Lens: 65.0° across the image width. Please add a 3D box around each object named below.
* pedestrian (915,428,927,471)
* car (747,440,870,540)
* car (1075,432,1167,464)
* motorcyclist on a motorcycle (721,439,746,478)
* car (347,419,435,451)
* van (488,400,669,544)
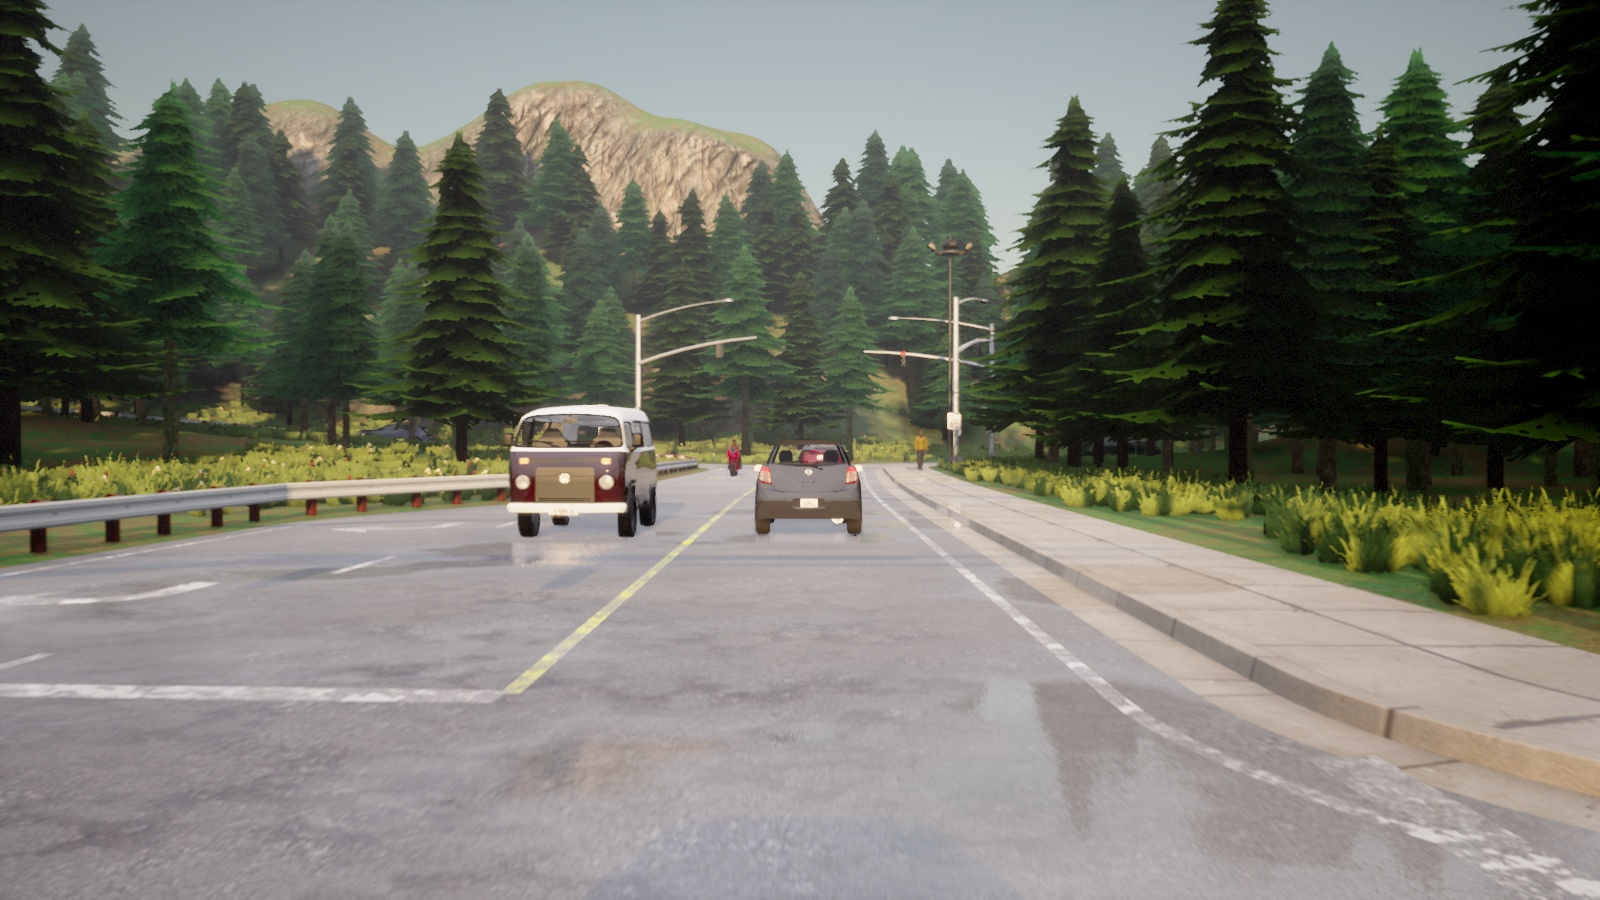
[{"bbox_3d":[5.292,-0.019,54.926,0.431,1.840,0.709,0,0,2],"label":"pedestrian"},{"bbox_3d":[0.138,0.585,20.669,1.845,1.501,3.633,0,0,0],"label":"car"},{"bbox_3d":[21.301,-0.145,83.374,5.566,2.045,2.150,0,0,-12],"label":"car"},{"bbox_3d":[-2.652,0.317,50.453,0.797,1.523,2.044,0,0,3],"label":"motorcyclist on a motorcycle"},{"bbox_3d":[-25.956,-0.939,79.805,4.856,1.649,2.033,4,0,-5],"label":"car"},{"bbox_3d":[-3.365,0.292,20.013,2.069,2.038,4.480,0,0,0],"label":"van"}]
